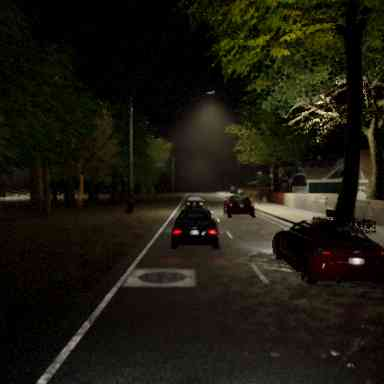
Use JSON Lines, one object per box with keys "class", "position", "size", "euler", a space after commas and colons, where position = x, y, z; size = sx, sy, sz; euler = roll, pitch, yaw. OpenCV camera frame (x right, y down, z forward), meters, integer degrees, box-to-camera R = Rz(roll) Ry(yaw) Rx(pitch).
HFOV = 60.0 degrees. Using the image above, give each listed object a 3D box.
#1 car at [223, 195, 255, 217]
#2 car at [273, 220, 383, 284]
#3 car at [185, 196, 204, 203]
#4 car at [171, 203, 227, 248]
{"class": "car", "position": [3.725, 1.028, 27.006], "size": [2.097, 1.767, 4.553], "euler": [0, 1, 0]}
{"class": "car", "position": [3.639, 1.471, 9.336], "size": [1.994, 1.385, 4.181], "euler": [0, 1, 0]}
{"class": "car", "position": [0.249, 1.106, 33.963], "size": [2.033, 1.411, 5.357], "euler": [0, 1, 0]}
{"class": "car", "position": [0.147, 1.399, 13.884], "size": [2.033, 1.411, 5.357], "euler": [0, 1, 1]}
